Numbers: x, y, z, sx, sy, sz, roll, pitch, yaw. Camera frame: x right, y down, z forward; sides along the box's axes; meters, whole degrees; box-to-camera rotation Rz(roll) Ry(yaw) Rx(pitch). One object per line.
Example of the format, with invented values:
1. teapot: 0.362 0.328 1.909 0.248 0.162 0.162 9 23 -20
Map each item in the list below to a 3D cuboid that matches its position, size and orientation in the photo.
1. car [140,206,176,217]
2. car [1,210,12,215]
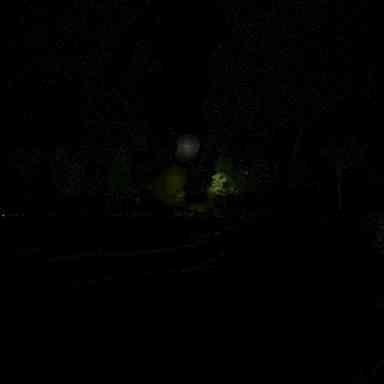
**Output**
1. car: -4.613 2.649 44.791 4.892 1.490 1.837 -1 -2 18
2. car: -35.659 3.662 61.333 4.718 1.301 1.895 -1 -1 17
